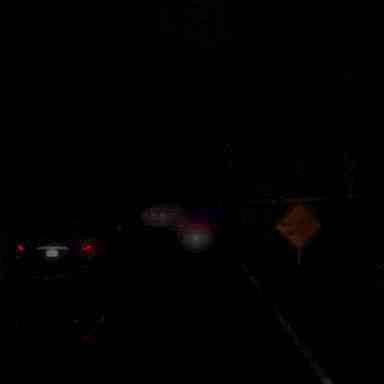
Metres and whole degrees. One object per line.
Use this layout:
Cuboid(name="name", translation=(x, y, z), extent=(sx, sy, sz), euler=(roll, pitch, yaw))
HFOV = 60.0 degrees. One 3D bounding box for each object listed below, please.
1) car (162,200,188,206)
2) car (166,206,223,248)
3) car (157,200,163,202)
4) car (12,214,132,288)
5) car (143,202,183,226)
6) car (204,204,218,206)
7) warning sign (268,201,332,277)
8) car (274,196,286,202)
Cuboid(name="car", translation=(-1.940, 1.886, 46.226), extent=(2.033, 1.411, 5.357), euler=(0, 0, 14))
Cuboid(name="car", translation=(0.273, 1.618, 15.327), extent=(2.128, 1.511, 4.902), euler=(0, 0, 2))
Cuboid(name="car", translation=(-4.444, 1.939, 49.200), extent=(1.994, 1.385, 4.181), euler=(0, 0, 16))
Cuboid(name="car", translation=(-3.152, 1.436, 9.711), extent=(2.097, 1.767, 4.553), euler=(0, -1, 1))
Cuboid(name="car", translation=(-2.285, 1.749, 25.356), extent=(2.033, 1.411, 5.357), euler=(0, 0, 7))
Cuboid(name="car", translation=(1.758, 1.788, 30.820), extent=(1.994, 1.385, 4.181), euler=(0, 0, 9))
Cuboid(name="warning sign", translation=(2.835, 1.194, 8.870), extent=(1.300, 1.860, 1.060), euler=(-1, -2, 0))
Cuboid(name="car", translation=(21.637, 1.717, 81.545), extent=(1.837, 1.490, 4.892), euler=(-1, 0, 33))
